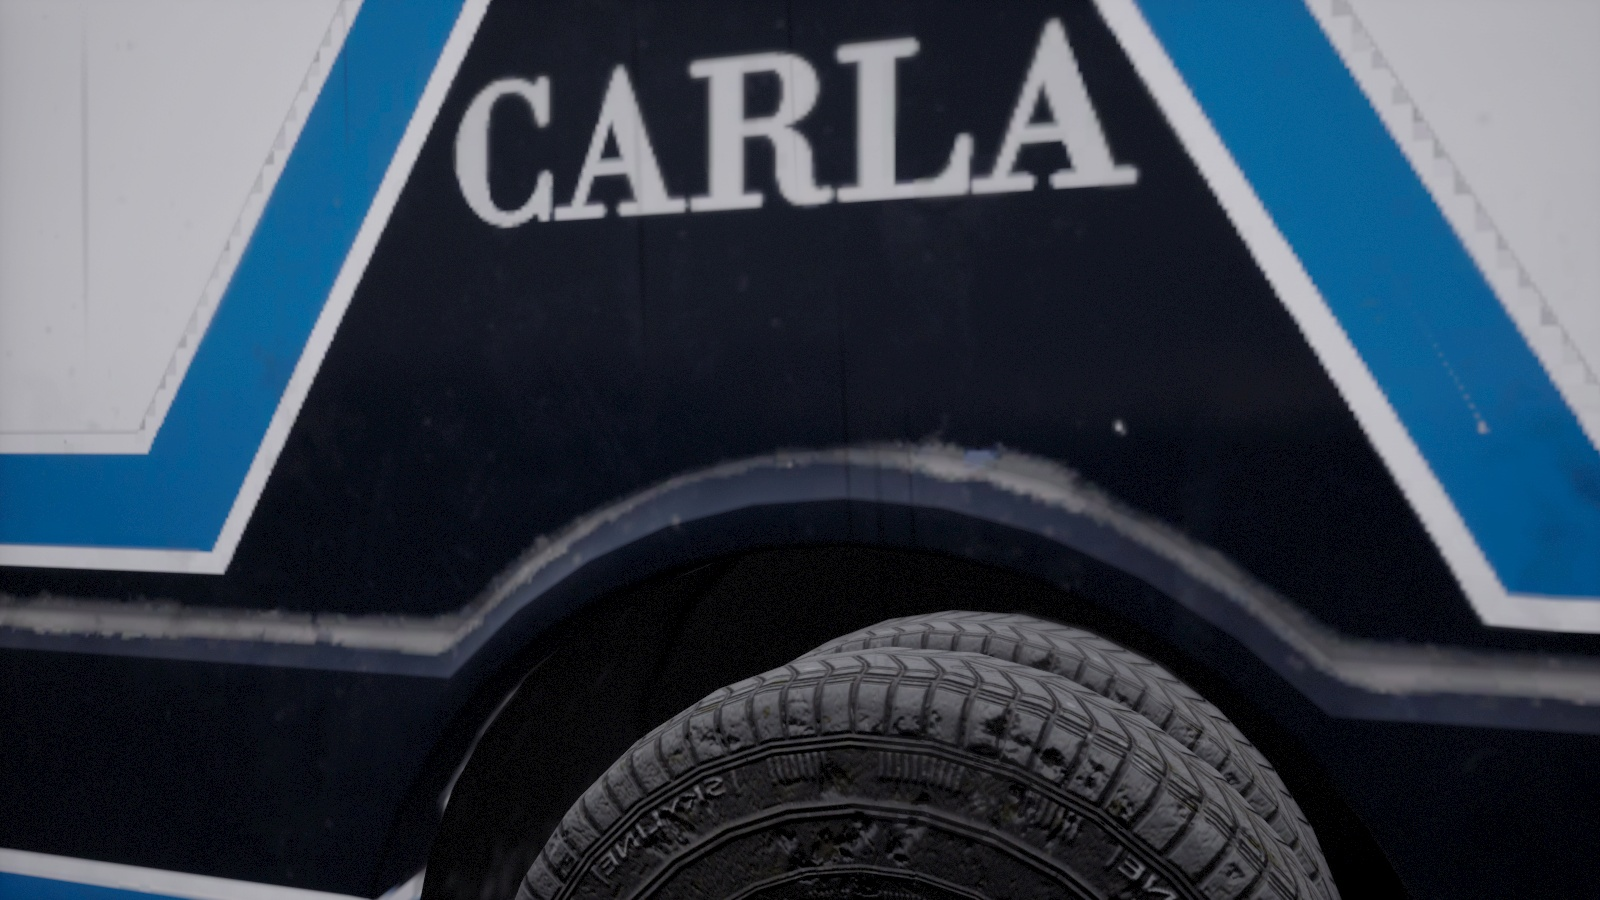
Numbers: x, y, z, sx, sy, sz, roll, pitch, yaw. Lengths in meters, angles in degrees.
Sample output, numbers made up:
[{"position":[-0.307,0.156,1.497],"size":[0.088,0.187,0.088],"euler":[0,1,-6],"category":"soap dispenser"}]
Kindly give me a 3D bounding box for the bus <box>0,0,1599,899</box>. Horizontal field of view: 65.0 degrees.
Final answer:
[{"position":[3.055,-0.573,2.145],"size":[10.273,4.253,3.944],"euler":[1,1,19],"category":"bus"}]
